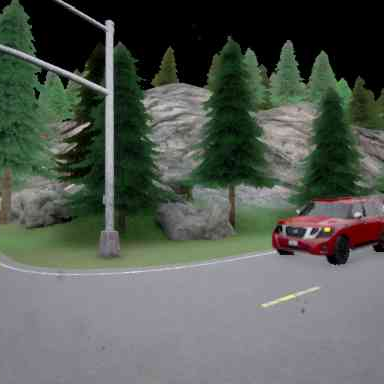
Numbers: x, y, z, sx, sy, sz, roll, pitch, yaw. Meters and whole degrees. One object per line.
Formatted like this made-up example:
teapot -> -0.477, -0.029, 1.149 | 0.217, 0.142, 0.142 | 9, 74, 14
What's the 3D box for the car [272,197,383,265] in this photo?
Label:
car -> 5.291, 1.226, 12.118 | 5.566, 2.045, 2.150 | 0, 0, -39
